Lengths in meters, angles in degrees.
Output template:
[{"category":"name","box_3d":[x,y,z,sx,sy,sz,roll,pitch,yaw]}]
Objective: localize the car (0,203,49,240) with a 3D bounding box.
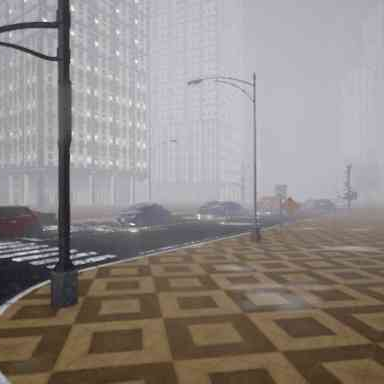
[{"category":"car","box_3d":[-9.312,1.421,15.269,2.097,1.767,4.553,0,0,26]}]

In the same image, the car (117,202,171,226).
[{"category":"car","box_3d":[-3.432,1.674,24.785,1.812,1.442,4.674,0,-1,34]}]

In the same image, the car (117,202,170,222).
[{"category":"car","box_3d":[-4.160,1.692,29.488,1.837,1.490,4.892,0,-1,34]}]

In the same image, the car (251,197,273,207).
[{"category":"car","box_3d":[10.936,1.492,51.947,1.812,1.442,4.674,0,0,32]}]

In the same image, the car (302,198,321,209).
[{"category":"car","box_3d":[19.081,1.830,52.776,1.882,1.535,5.008,0,0,31]}]

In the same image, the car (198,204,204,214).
[{"category":"car","box_3d":[2.587,1.767,39.401,1.837,1.490,4.892,0,-1,34]}]

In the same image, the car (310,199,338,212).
[{"category":"car","box_3d":[17.607,1.645,44.150,2.097,1.767,4.553,0,0,31]}]

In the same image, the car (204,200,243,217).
[{"category":"car","box_3d":[3.624,1.706,35.142,1.882,1.535,5.008,0,-1,34]}]

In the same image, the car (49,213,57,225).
[{"category":"car","box_3d":[-10.903,1.656,19.881,2.033,1.411,5.357,0,-1,37]}]

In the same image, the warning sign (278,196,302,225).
[{"category":"warning sign","box_3d":[6.784,1.250,22.979,1.300,1.860,1.060,0,0,34]}]

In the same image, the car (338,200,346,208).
[{"category":"car","box_3d":[24.402,1.964,55.237,1.895,1.301,4.718,0,0,30]}]

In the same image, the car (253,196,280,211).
[{"category":"car","box_3d":[10.463,1.527,45.306,2.150,2.045,5.566,0,-1,33]}]

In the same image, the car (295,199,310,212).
[{"category":"car","box_3d":[13.860,1.897,44.380,1.895,1.301,4.718,0,-1,33]}]
